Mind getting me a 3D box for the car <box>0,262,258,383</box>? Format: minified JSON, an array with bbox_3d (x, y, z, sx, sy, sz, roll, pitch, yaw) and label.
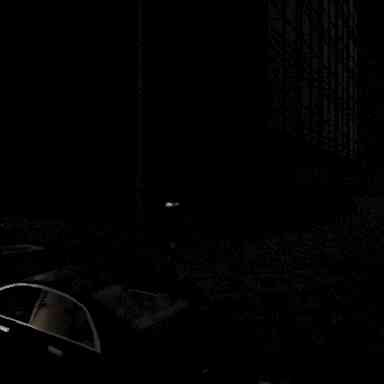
[{"bbox_3d":[-1.408,1.550,3.968,4.403,1.369,2.008,0,0,36],"label":"car"}]
